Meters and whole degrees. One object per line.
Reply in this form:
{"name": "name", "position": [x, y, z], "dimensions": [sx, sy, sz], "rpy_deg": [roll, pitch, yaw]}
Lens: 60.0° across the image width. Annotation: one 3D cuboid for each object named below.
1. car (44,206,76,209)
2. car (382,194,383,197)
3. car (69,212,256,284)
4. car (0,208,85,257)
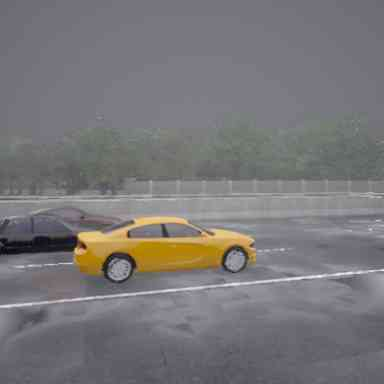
{"name": "car", "position": [-5.568, 1.379, 15.108], "dimensions": [4.674, 1.442, 1.812], "rpy_deg": [0, 1, -17]}
{"name": "car", "position": [30.310, 0.420, 48.056], "dimensions": [5.566, 2.045, 2.150], "rpy_deg": [0, 1, -16]}
{"name": "car", "position": [-0.648, 1.425, 9.290], "dimensions": [5.008, 1.535, 1.882], "rpy_deg": [0, 1, -17]}
{"name": "car", "position": [-5.265, 1.464, 11.542], "dimensions": [5.357, 1.411, 2.033], "rpy_deg": [0, 1, -17]}
